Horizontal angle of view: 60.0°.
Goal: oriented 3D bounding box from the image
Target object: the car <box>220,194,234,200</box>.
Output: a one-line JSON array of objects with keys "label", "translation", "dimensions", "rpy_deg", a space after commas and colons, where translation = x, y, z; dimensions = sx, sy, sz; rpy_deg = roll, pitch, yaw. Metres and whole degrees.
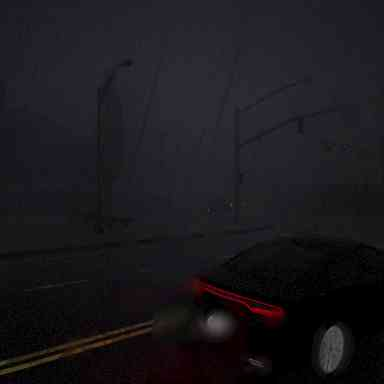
[{"label": "car", "translation": [9.995, 1.401, 95.066], "dimensions": [3.806, 1.475, 1.970], "rpy_deg": [0, 0, -37]}]

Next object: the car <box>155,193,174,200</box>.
[{"label": "car", "translation": [-7.332, 1.157, 89.206], "dimensions": [4.605, 1.855, 1.932], "rpy_deg": [0, 0, -37]}]

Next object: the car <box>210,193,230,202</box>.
[{"label": "car", "translation": [6.053, 1.160, 71.097], "dimensions": [3.866, 1.878, 1.905], "rpy_deg": [0, 0, -37]}]

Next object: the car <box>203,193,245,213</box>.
[{"label": "car", "translation": [3.673, 1.353, 36.301], "dimensions": [2.097, 1.767, 4.553], "rpy_deg": [0, 0, -35]}]

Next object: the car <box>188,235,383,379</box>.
[{"label": "car", "translation": [2.260, 1.478, 5.619], "dimensions": [5.008, 1.535, 1.882], "rpy_deg": [0, 0, -37]}]

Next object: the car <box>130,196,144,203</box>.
[{"label": "car", "translation": [-11.675, 1.543, 70.552], "dimensions": [2.033, 1.411, 5.357], "rpy_deg": [0, 0, -35]}]

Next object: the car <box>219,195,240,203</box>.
[{"label": "car", "translation": [7.767, 1.399, 68.764], "dimensions": [3.806, 1.475, 1.970], "rpy_deg": [0, 0, -37]}]

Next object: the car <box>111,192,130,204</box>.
[{"label": "car", "translation": [-14.058, 1.033, 61.756], "dimensions": [2.150, 2.045, 5.566], "rpy_deg": [0, 0, -35]}]

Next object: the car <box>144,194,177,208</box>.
[{"label": "car", "translation": [-4.473, 1.494, 47.928], "dimensions": [2.128, 1.511, 4.902], "rpy_deg": [0, 0, -35]}]
